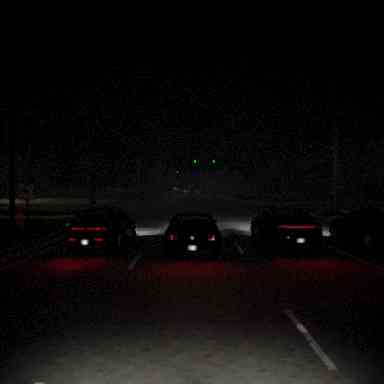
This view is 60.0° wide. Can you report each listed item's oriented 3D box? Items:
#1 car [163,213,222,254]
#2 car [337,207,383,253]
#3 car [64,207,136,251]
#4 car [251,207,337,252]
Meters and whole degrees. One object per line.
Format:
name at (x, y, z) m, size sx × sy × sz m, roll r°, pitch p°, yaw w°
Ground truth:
car at (0.040, 1.443, 12.718) m, size 1.895 × 1.301 × 4.718 m, roll 0°, pitch 1°, yaw 1°
car at (7.041, 1.344, 12.890) m, size 1.837 × 1.490 × 4.892 m, roll 0°, pitch 1°, yaw 1°
car at (-3.454, 1.341, 13.198) m, size 1.837 × 1.490 × 4.892 m, roll 0°, pitch 1°, yaw 1°
car at (3.544, 1.328, 13.154) m, size 2.128 × 1.511 × 4.902 m, roll 0°, pitch 1°, yaw 1°
